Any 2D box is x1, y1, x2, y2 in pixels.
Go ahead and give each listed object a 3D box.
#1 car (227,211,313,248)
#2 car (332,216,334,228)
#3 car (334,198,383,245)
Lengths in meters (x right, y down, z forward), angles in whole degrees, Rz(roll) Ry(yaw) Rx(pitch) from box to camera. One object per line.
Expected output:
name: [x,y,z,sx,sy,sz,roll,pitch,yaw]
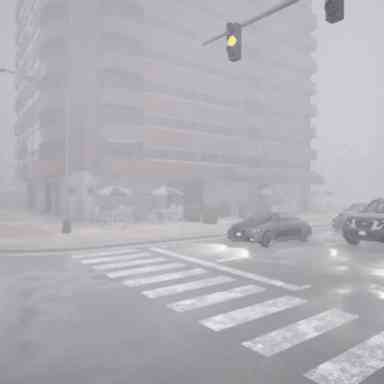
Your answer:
car: [3.580,1.596,15.120,4.181,1.385,1.994,0,0,-36]
car: [10.481,1.412,20.167,4.553,1.767,2.097,0,0,-37]
car: [8.955,1.268,14.629,5.566,2.045,2.150,0,0,-35]
